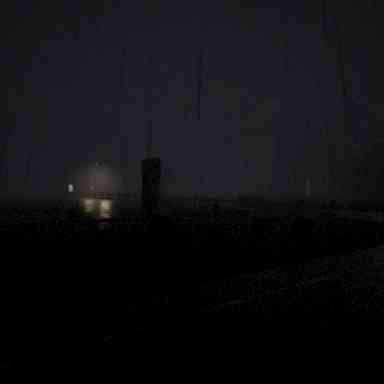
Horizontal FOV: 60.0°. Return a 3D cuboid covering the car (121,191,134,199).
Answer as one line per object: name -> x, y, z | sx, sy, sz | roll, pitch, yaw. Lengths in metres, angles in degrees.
car -> -12.613, 0.590, 66.696 | 1.882, 1.535, 5.008 | -1, 1, -36

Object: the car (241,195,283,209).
car -> 7.142, 1.020, 34.333 | 2.128, 1.511, 4.902 | -1, 1, -36

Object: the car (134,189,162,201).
car -> -6.792, 0.523, 53.748 | 2.150, 2.045, 5.566 | -1, 1, -35
